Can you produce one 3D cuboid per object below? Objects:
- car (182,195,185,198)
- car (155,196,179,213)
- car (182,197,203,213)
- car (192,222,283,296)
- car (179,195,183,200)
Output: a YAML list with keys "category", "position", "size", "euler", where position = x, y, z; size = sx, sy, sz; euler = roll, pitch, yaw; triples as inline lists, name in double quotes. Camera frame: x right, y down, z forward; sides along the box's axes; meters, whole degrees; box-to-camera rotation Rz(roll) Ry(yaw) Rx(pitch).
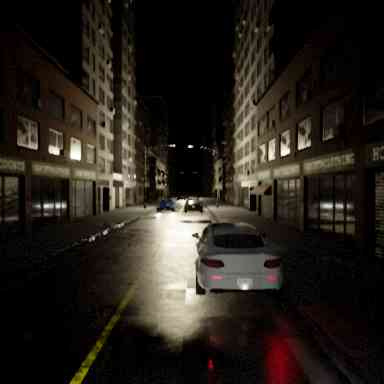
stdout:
- category: "car"
  position: [0.151, 1.393, 45.707]
  size: [2.128, 1.511, 4.902]
  euler: [0, 0, 0]
- category: "car"
  position: [-2.739, 1.442, 35.975]
  size: [1.812, 1.442, 4.674]
  euler: [0, 0, 0]
- category: "car"
  position: [0.171, 1.480, 35.738]
  size: [1.994, 1.385, 4.181]
  euler: [0, 0, 1]
- category: "car"
  position: [0.988, 1.502, 8.490]
  size: [1.812, 1.442, 4.674]
  euler: [0, 0, 0]
- category: "car"
  position: [-2.508, 1.415, 79.329]
  size: [2.033, 1.411, 5.357]
  euler: [0, 0, 0]
